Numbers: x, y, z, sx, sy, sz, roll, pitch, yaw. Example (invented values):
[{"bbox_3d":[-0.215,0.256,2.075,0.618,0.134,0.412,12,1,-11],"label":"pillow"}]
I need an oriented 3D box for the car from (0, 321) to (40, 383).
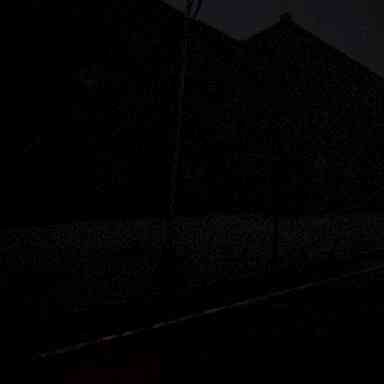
[{"bbox_3d":[-3.342,1.600,1.609,4.718,1.301,1.895,0,0,-35],"label":"car"}]
